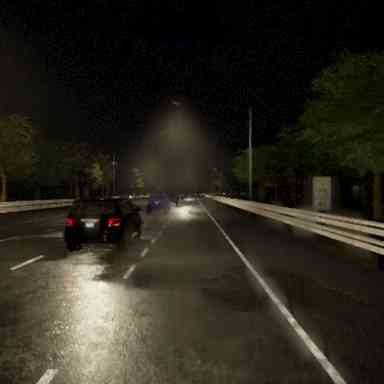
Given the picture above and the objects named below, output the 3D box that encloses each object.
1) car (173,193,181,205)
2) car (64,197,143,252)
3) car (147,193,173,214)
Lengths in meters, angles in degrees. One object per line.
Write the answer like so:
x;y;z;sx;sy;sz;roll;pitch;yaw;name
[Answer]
-3.495;1.261;58.846;2.150;2.045;5.566;0;0;0;car
-3.504;1.226;14.089;2.150;2.045;5.566;0;0;0;car
-3.508;1.234;35.685;2.150;2.045;5.566;0;0;0;car
